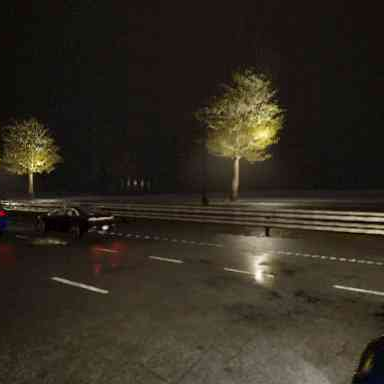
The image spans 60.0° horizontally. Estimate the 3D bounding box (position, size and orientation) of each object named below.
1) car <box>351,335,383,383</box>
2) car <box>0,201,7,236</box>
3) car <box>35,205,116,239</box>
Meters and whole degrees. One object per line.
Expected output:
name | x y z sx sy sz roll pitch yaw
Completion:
car | 3.073 1.571 1.801 4.181 1.385 1.994 0 0 35
car | -11.321 1.156 16.361 5.566 2.045 2.150 0 0 35
car | -6.007 1.436 16.870 4.902 1.511 2.128 0 0 35
